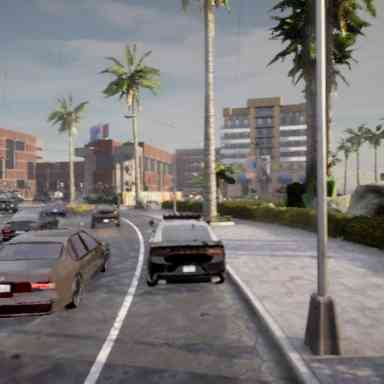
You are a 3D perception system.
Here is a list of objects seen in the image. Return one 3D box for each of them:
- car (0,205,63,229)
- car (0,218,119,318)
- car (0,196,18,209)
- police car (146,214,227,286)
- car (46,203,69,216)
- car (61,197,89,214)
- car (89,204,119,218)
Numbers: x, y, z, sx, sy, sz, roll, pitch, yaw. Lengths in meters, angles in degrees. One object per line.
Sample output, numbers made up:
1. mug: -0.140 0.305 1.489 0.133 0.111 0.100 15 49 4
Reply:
1. car: -8.115 1.641 17.043 1.812 1.442 4.674 0 0 -11
2. car: -3.240 1.597 7.833 2.033 1.411 5.357 0 0 -4
3. car: -22.906 1.509 40.217 2.150 2.045 5.566 0 0 -43
4. police car: -0.305 1.455 9.725 1.930 1.638 5.238 -1 0 -5
5. car: -14.247 1.778 34.030 1.994 1.385 4.181 0 0 -29
6. car: -13.605 1.681 39.432 1.801 1.575 5.366 -1 0 -34
7. car: -6.294 1.626 23.966 1.837 1.490 4.892 0 0 -16
